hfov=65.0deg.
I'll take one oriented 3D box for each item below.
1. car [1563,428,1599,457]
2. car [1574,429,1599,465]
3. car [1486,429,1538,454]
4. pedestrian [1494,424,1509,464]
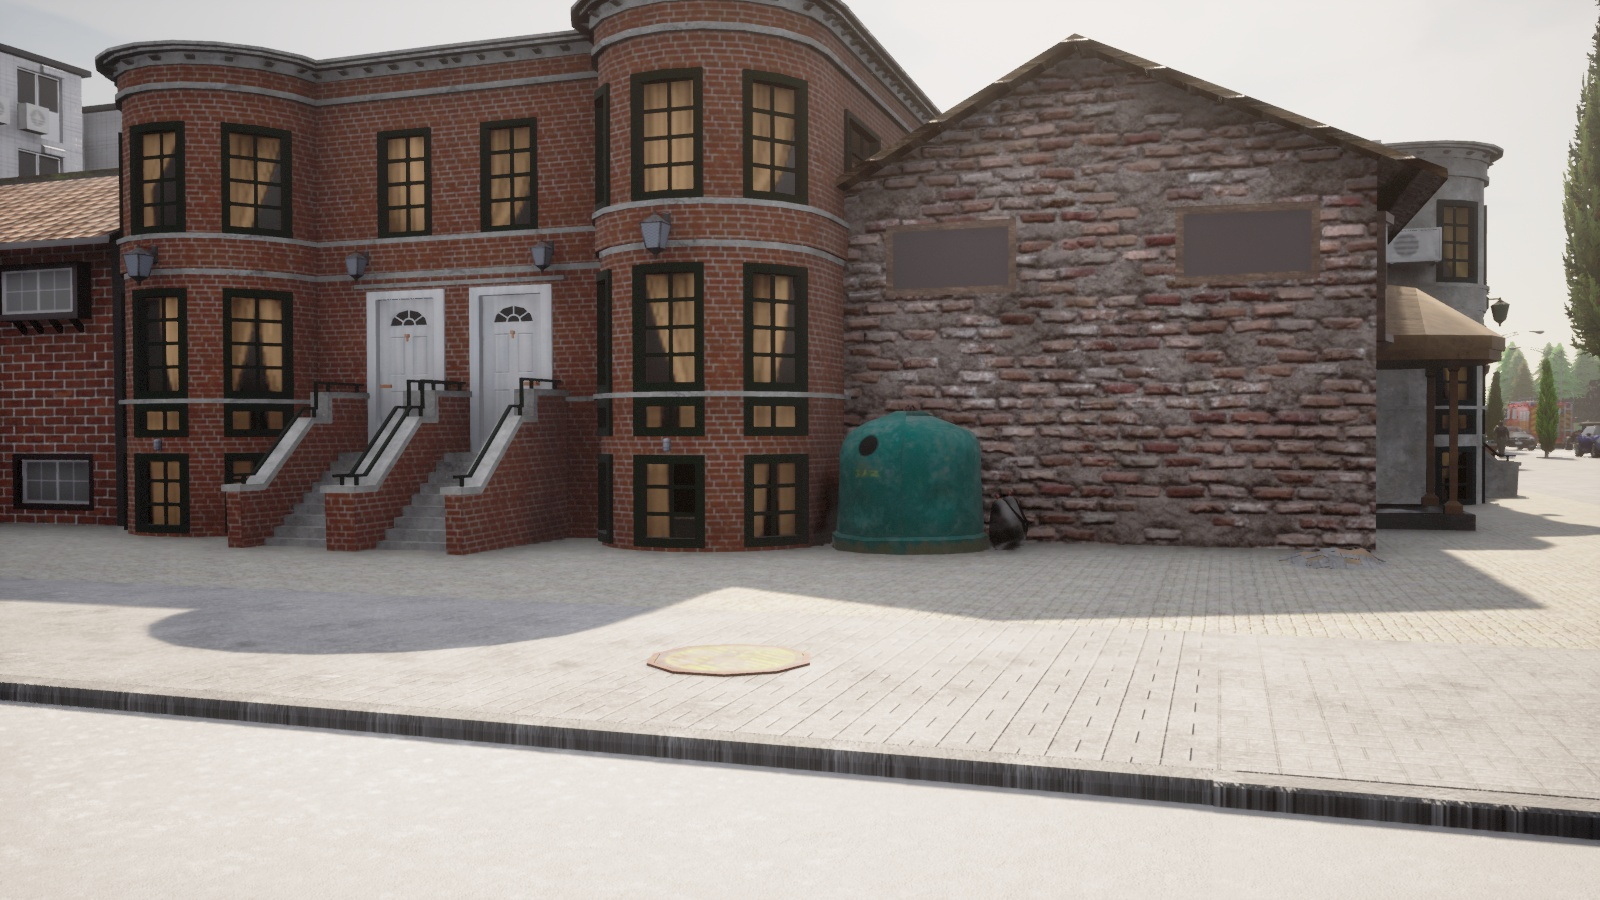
[{"bbox_3d":[51.284,-0.495,81.785,1.905,1.878,3.866,1,1,19],"label":"car"},{"bbox_3d":[40.903,-0.177,63.438,2.097,1.767,4.553,1,1,19],"label":"car"},{"bbox_3d":[48.180,-0.577,85.103,2.152,1.651,5.027,1,1,19],"label":"car"},{"bbox_3d":[33.581,-0.300,60.093,0.563,1.883,0.849,1,1,33],"label":"pedestrian"}]
